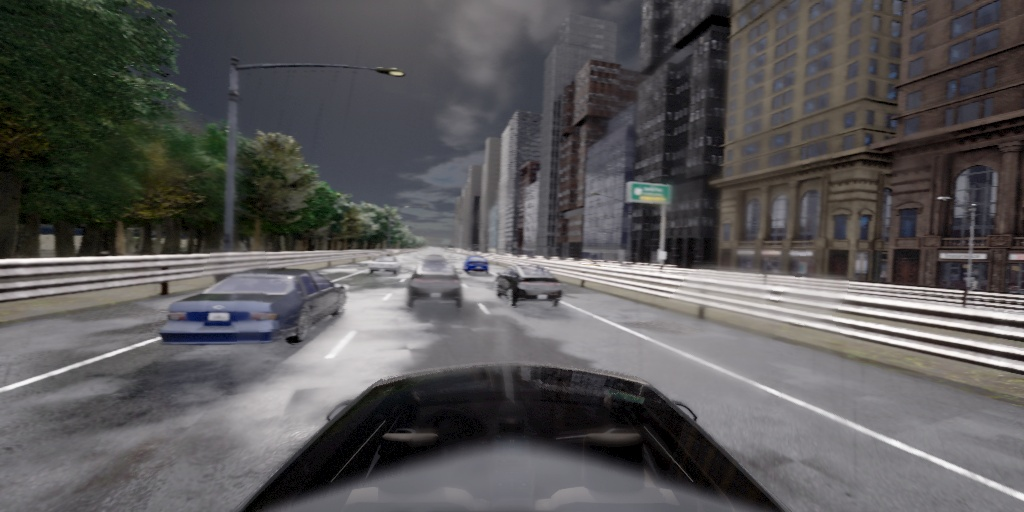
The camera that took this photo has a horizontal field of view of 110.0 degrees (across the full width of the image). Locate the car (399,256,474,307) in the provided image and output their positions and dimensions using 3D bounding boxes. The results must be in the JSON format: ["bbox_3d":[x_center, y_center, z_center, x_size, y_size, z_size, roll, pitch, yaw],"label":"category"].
[{"bbox_3d":[-2.900,0.964,13.629,2.128,1.511,4.902,2,1,-12],"label":"car"}]

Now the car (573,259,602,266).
[{"bbox_3d":[10.871,1.203,52.802,1.801,1.575,5.366,2,1,-30],"label":"car"}]

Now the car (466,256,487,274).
[{"bbox_3d":[-3.190,0.718,31.309,1.882,1.535,5.008,2,1,-12],"label":"car"}]

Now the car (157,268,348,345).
[{"bbox_3d":[-5.318,0.982,8.307,2.033,1.411,5.357,2,1,-12],"label":"car"}]

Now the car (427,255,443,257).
[{"bbox_3d":[-6.280,0.638,29.068,1.837,1.490,4.892,2,1,-12],"label":"car"}]

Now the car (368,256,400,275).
[{"bbox_3d":[-9.354,0.629,26.738,1.895,1.301,4.718,2,1,-12],"label":"car"}]

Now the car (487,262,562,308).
[{"bbox_3d":[0.511,1.103,14.399,2.128,1.511,4.902,2,1,-12],"label":"car"}]
